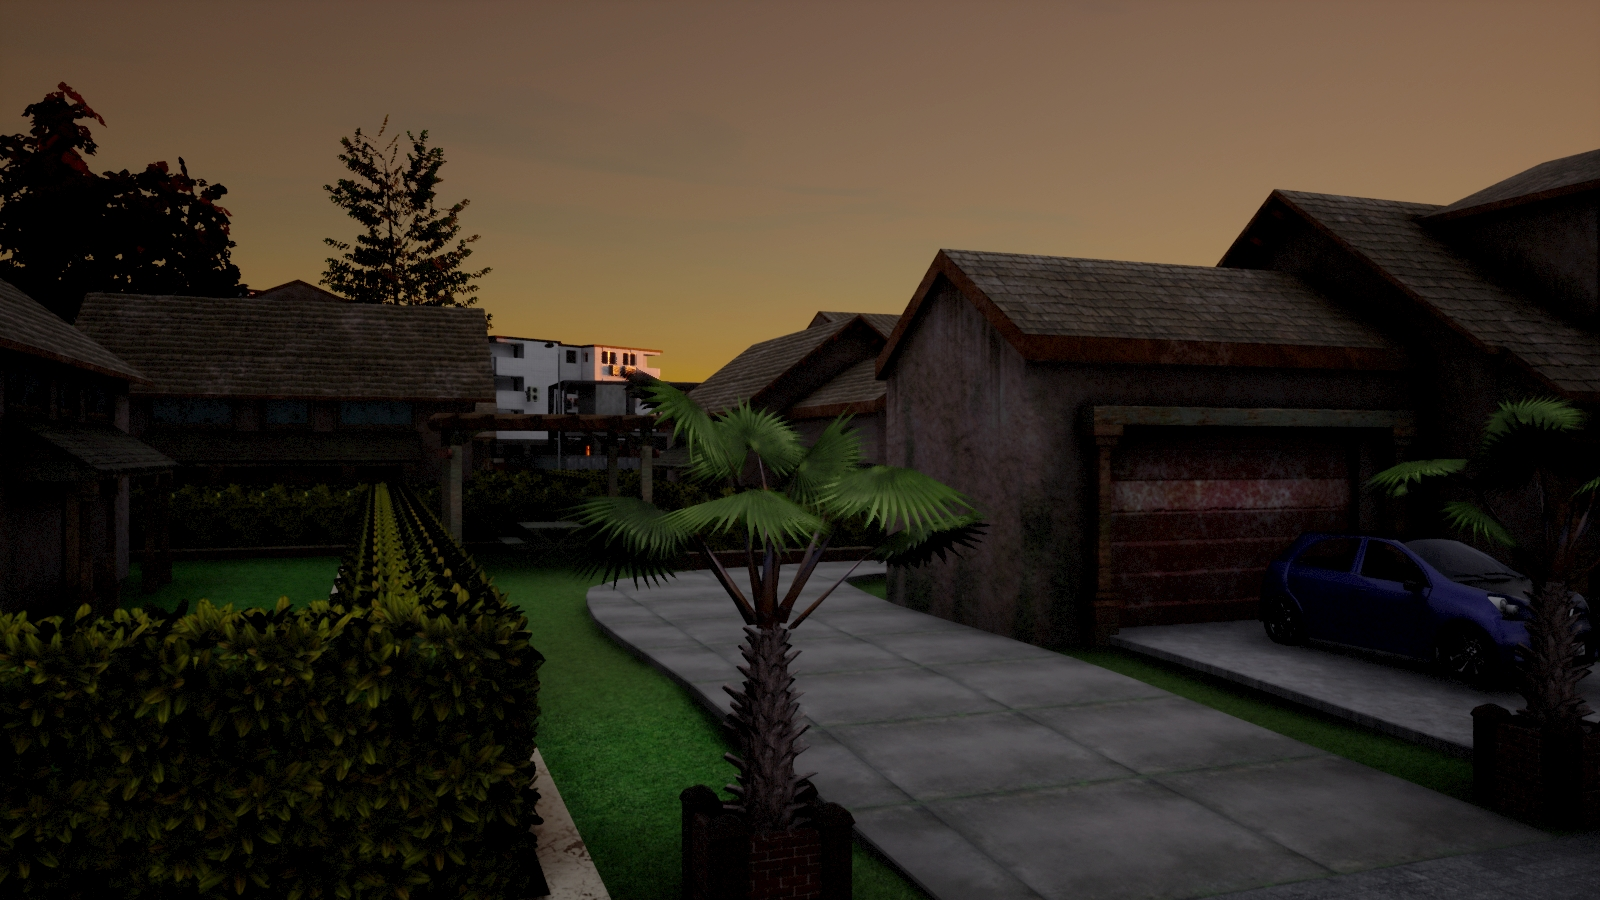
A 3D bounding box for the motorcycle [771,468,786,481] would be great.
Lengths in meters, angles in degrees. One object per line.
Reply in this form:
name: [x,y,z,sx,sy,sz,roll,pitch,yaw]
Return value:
motorcycle: [-1.939,2.199,102.837,0.803,1.199,2.033,0,0,-20]
